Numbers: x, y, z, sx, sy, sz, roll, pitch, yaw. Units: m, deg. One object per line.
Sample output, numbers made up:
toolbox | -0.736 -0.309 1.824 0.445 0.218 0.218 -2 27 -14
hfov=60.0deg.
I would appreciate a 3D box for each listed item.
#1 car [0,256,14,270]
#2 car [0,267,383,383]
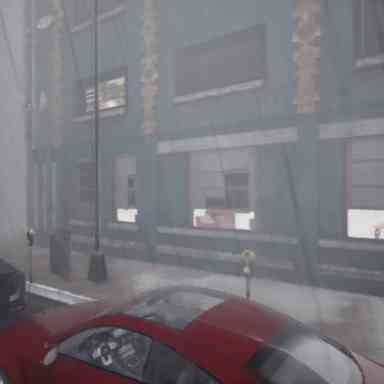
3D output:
car | -4.827 1.621 6.213 4.313 1.339 1.947 -1 0 35
car | -0.286 1.585 3.068 4.206 1.307 1.802 -1 0 35
